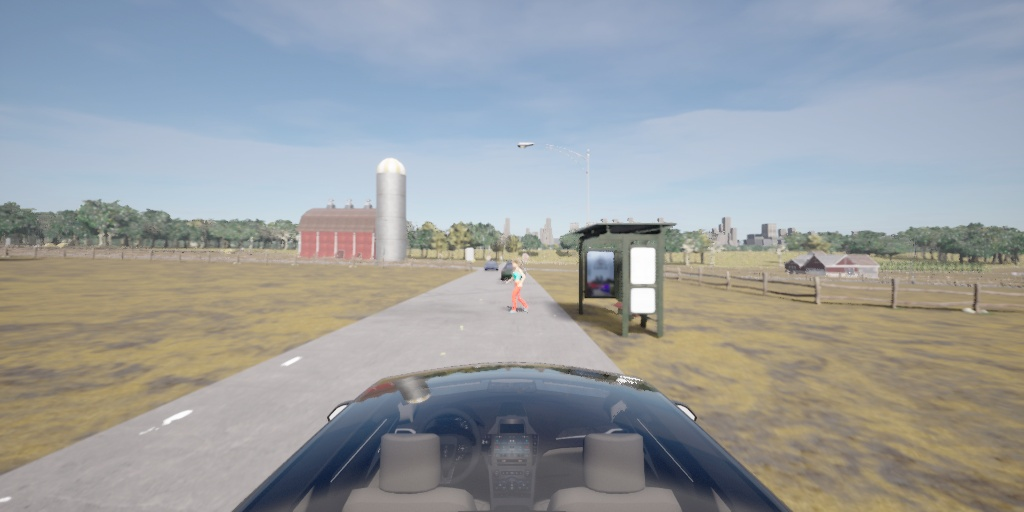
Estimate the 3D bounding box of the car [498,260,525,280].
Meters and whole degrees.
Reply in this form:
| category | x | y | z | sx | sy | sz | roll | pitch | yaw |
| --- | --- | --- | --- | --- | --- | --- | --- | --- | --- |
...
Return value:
| category | x | y | z | sx | sy | sz | roll | pitch | yaw |
| --- | --- | --- | --- | --- | --- | --- | --- | --- | --- |
| car | 0.087 | 1.270 | 30.419 | 1.994 | 1.385 | 4.181 | 0 | 0 | 0 |

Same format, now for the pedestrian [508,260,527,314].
| category | x | y | z | sx | sy | sz | roll | pitch | yaw |
| --- | --- | --- | --- | --- | --- | --- | --- | --- | --- |
| pedestrian | 0.178 | 1.008 | 12.102 | 0.375 | 1.860 | 0.375 | 0 | 0 | -15 |

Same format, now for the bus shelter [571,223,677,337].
| category | x | y | z | sx | sy | sz | roll | pitch | yaw |
| --- | --- | --- | --- | --- | --- | --- | --- | --- | --- |
| bus shelter | 3.127 | 0.592 | 10.777 | 1.920 | 2.740 | 3.880 | 0 | 0 | 0 |

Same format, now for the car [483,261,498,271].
| category | x | y | z | sx | sy | sz | roll | pitch | yaw |
| --- | --- | --- | --- | --- | --- | --- | --- | --- | --- |
| car | -2.762 | 1.323 | 48.500 | 2.033 | 1.411 | 5.357 | 0 | 0 | 0 |
